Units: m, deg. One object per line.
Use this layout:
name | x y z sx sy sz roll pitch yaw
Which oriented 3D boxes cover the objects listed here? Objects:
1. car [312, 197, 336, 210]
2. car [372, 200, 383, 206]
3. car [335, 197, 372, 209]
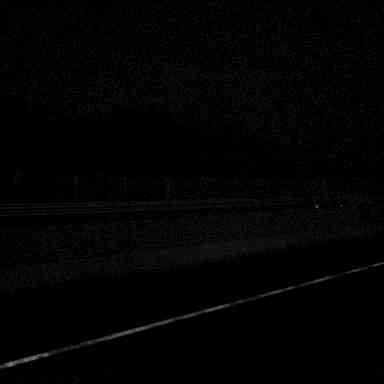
car | 15.051 1.273 36.174 4.902 1.511 2.128 0 0 -35
car | 18.668 1.310 30.160 4.674 1.442 1.812 0 0 -35
car | 16.631 1.311 33.004 4.674 1.442 1.812 0 0 -35
